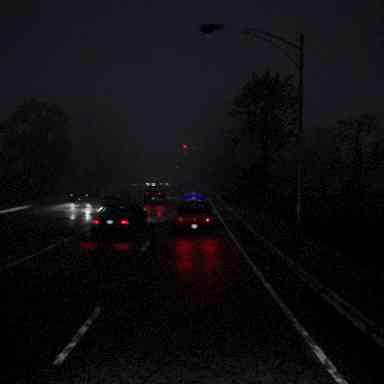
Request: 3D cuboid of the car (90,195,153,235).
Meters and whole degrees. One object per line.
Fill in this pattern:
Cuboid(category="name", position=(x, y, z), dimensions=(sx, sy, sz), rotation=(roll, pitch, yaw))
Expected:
Cuboid(category="car", position=(-3.393, 1.158, 16.253), dimensions=(2.033, 1.411, 5.357), rotation=(0, 3, 0))

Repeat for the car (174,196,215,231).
Cuboid(category="car", position=(0.108, 1.150, 17.355), dimensions=(1.895, 1.301, 4.718), rotation=(0, 3, 0))

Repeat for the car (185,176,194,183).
Cuboid(category="car", position=(-0.407, -2.985, 86.749), dimensions=(1.882, 1.535, 5.008), rotation=(0, 3, -2))

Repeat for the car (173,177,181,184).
Cuboid(category="car", position=(-3.893, -2.931, 86.243), dimensions=(2.033, 1.411, 5.357), rotation=(0, 3, -2))

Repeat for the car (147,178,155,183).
Cuboid(category="car", position=(-11.020, -3.065, 89.672), dimensions=(1.895, 1.301, 4.718), rotation=(0, 3, -2))

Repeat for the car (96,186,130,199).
Cuboid(category="car", position=(-7.033, 0.244, 30.907), dimensions=(1.882, 1.535, 5.008), rotation=(0, 3, 1))

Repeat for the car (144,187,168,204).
Cuboid(category="car", position=(-3.385, 0.229, 31.355), dimensions=(2.128, 1.511, 4.902), rotation=(0, 3, 0))

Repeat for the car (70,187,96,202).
Cuboid(category="car", position=(-10.509, 0.237, 33.177), dimensions=(1.895, 1.301, 4.718), rotation=(0, 3, 1))

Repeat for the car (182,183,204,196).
Cuboid(category="car", position=(0.114, 0.227, 31.200), dimensions=(1.882, 1.535, 5.008), rotation=(0, 3, 0))

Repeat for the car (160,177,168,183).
Cuboid(category="car", position=(-7.523, -3.290, 89.883), dimensions=(2.097, 1.767, 4.553), rotation=(0, 3, -2))
